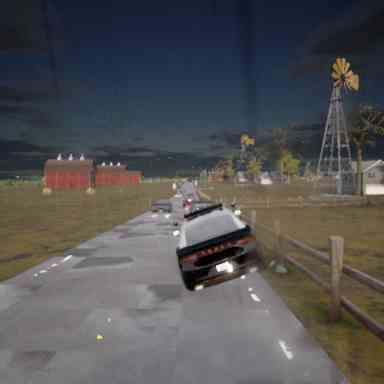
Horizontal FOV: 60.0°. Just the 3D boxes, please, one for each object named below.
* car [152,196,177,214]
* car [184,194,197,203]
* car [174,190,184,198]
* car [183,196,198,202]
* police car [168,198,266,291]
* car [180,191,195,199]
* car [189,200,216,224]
[{"bbox_3d":[-3.001,1.442,34.386,2.033,1.411,5.357,0,0,0],"label":"car"},{"bbox_3d":[-0.269,1.117,60.580,2.128,1.511,4.902,0,1,0],"label":"car"},{"bbox_3d":[-3.085,0.886,75.349,1.895,1.301,4.718,0,1,0],"label":"car"},{"bbox_3d":[0.667,1.279,19.107,2.097,1.767,4.553,-1,0,0],"label":"car"},{"bbox_3d":[0.529,1.184,9.226,1.930,1.638,5.238,-18,3,1],"label":"police car"},{"bbox_3d":[-0.195,1.165,47.062,2.097,1.767,4.553,0,1,0],"label":"car"},{"bbox_3d":[0.714,1.433,25.149,1.837,1.490,4.892,0,0,0],"label":"car"}]
